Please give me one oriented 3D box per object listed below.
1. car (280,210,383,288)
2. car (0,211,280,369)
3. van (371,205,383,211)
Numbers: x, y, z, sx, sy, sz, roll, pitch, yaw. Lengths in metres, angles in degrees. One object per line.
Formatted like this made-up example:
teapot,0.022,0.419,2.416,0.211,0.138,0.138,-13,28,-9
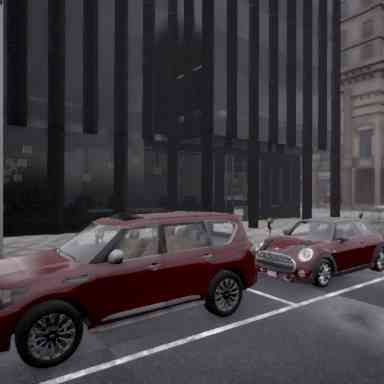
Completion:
car,3.547,1.440,9.174,4.097,1.590,1.967,0,0,-35
car,-1.014,1.314,5.920,5.009,1.841,2.192,0,0,-35
van,8.107,1.341,12.426,3.998,1.788,1.690,0,0,-35
